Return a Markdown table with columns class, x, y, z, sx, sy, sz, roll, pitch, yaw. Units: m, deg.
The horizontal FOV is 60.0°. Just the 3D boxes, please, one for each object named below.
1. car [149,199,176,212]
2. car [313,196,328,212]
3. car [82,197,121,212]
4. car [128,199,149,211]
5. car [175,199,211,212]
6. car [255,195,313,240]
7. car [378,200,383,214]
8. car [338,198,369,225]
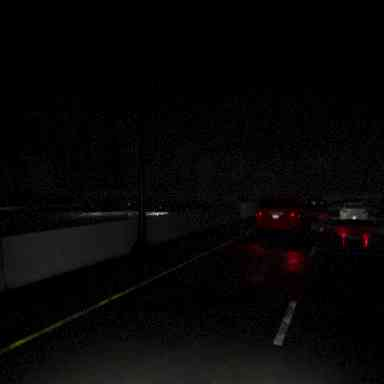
| class | x | y | z | sx | sy | sz | roll | pitch | yaw |
| --- | --- | --- | --- | --- | --- | --- | --- | --- | --- |
| car | -2.411 | 1.423 | 35.849 | 1.994 | 1.385 | 4.181 | 0 | 0 | 25 |
| car | 13.729 | 1.205 | 36.652 | 2.097 | 1.767 | 4.553 | 0 | 1 | 28 |
| car | -9.813 | 1.337 | 36.510 | 1.882 | 1.535 | 5.008 | 0 | 0 | 24 |
| car | -5.266 | 1.453 | 38.049 | 1.895 | 1.301 | 4.718 | 0 | 0 | 25 |
| car | 0.416 | 1.431 | 33.637 | 1.994 | 1.385 | 4.181 | 0 | 0 | 25 |
| car | 4.749 | 1.152 | 17.058 | 2.150 | 2.045 | 5.566 | 0 | 0 | 23 |
| car | 19.490 | 1.409 | 32.616 | 2.033 | 1.411 | 5.357 | 0 | 0 | 26 |
| car | 11.376 | 1.428 | 23.490 | 1.812 | 1.442 | 4.674 | 0 | 0 | 24 |
